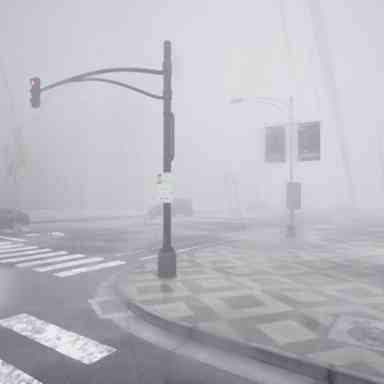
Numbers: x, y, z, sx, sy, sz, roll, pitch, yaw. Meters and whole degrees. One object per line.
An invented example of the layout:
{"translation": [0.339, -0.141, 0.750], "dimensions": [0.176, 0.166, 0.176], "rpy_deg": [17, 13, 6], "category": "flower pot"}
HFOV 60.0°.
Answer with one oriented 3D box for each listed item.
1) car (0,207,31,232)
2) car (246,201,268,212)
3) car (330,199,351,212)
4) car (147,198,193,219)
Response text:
{"translation": [-12.175, 1.651, 19.643], "dimensions": [1.837, 1.490, 4.892], "rpy_deg": [0, -1, 37], "category": "car"}
{"translation": [9.905, 2.207, 50.482], "dimensions": [1.837, 1.490, 4.892], "rpy_deg": [0, -1, 36], "category": "car"}
{"translation": [24.540, 2.379, 54.106], "dimensions": [2.128, 1.511, 4.902], "rpy_deg": [0, -1, 35], "category": "car"}
{"translation": [-2.068, 1.619, 33.667], "dimensions": [2.150, 2.045, 5.566], "rpy_deg": [0, -1, 35], "category": "car"}
